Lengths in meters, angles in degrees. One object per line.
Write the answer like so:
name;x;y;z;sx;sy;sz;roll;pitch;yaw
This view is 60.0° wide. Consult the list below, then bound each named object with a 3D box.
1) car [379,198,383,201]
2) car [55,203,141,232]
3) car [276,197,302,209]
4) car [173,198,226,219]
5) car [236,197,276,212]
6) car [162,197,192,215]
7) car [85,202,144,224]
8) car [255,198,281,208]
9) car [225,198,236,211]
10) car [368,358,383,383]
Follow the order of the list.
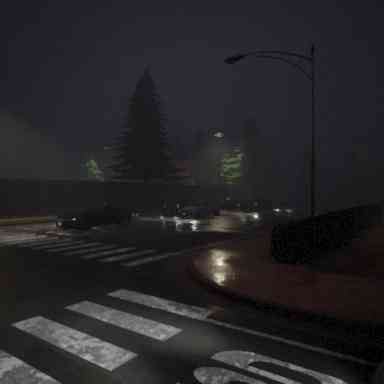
car;30.616;1.523;51.277;4.674;1.442;1.812;0;0;-30
car;-5.763;1.482;20.102;2.128;1.511;4.902;0;0;36
car;13.642;1.468;46.161;1.882;1.535;5.008;0;0;39
car;0.726;1.516;28.985;1.812;1.442;4.674;0;0;36
car;7.394;1.342;38.030;2.097;1.767;4.553;0;0;37
car;-0.880;1.340;32.713;2.097;1.767;4.553;0;0;36
car;-5.914;1.552;25.830;1.994;1.385;4.181;0;0;36
car;11.122;1.553;48.588;1.994;1.385;4.181;0;0;39
car;4.520;1.480;40.037;2.128;1.511;4.902;0;0;37
car;3.468;1.602;1.553;4.718;1.301;1.895;0;0;37
